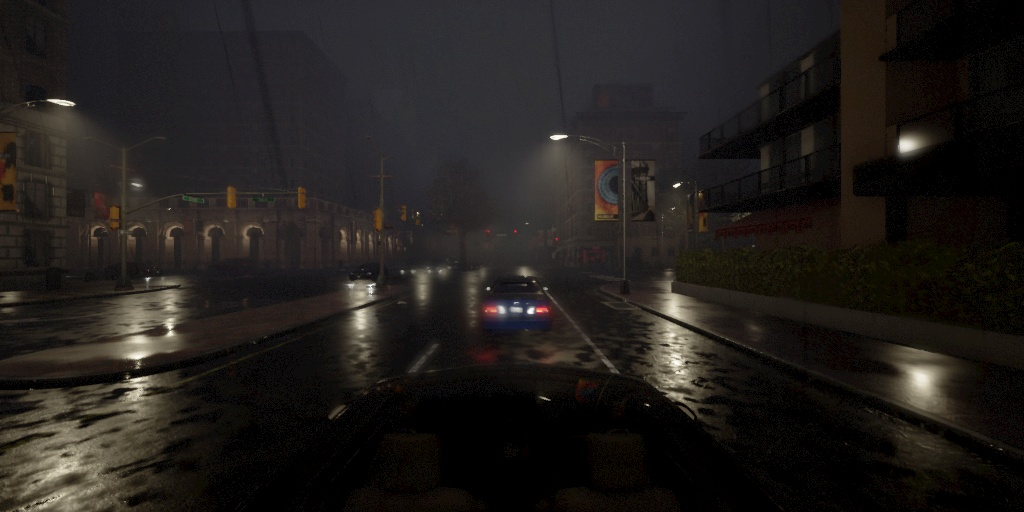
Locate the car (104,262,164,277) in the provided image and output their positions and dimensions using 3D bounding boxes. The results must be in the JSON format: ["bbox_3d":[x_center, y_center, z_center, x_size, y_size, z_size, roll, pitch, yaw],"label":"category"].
[{"bbox_3d":[-36.561,1.276,34.666,4.674,1.442,1.812,0,0,0],"label":"car"}]

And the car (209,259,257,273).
[{"bbox_3d":[-32.551,1.102,41.840,4.553,1.767,2.097,0,0,0],"label":"car"}]

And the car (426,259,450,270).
[{"bbox_3d":[-11.101,1.228,53.721,1.882,1.535,5.008,0,0,1],"label":"car"}]

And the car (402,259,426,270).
[{"bbox_3d":[-14.613,1.227,52.616,1.882,1.535,5.008,0,0,1],"label":"car"}]

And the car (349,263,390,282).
[{"bbox_3d":[-11.348,1.275,28.917,1.812,1.442,4.674,0,0,1],"label":"car"}]

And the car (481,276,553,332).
[{"bbox_3d":[0.150,1.297,10.819,2.033,1.411,5.357,0,0,1],"label":"car"}]
